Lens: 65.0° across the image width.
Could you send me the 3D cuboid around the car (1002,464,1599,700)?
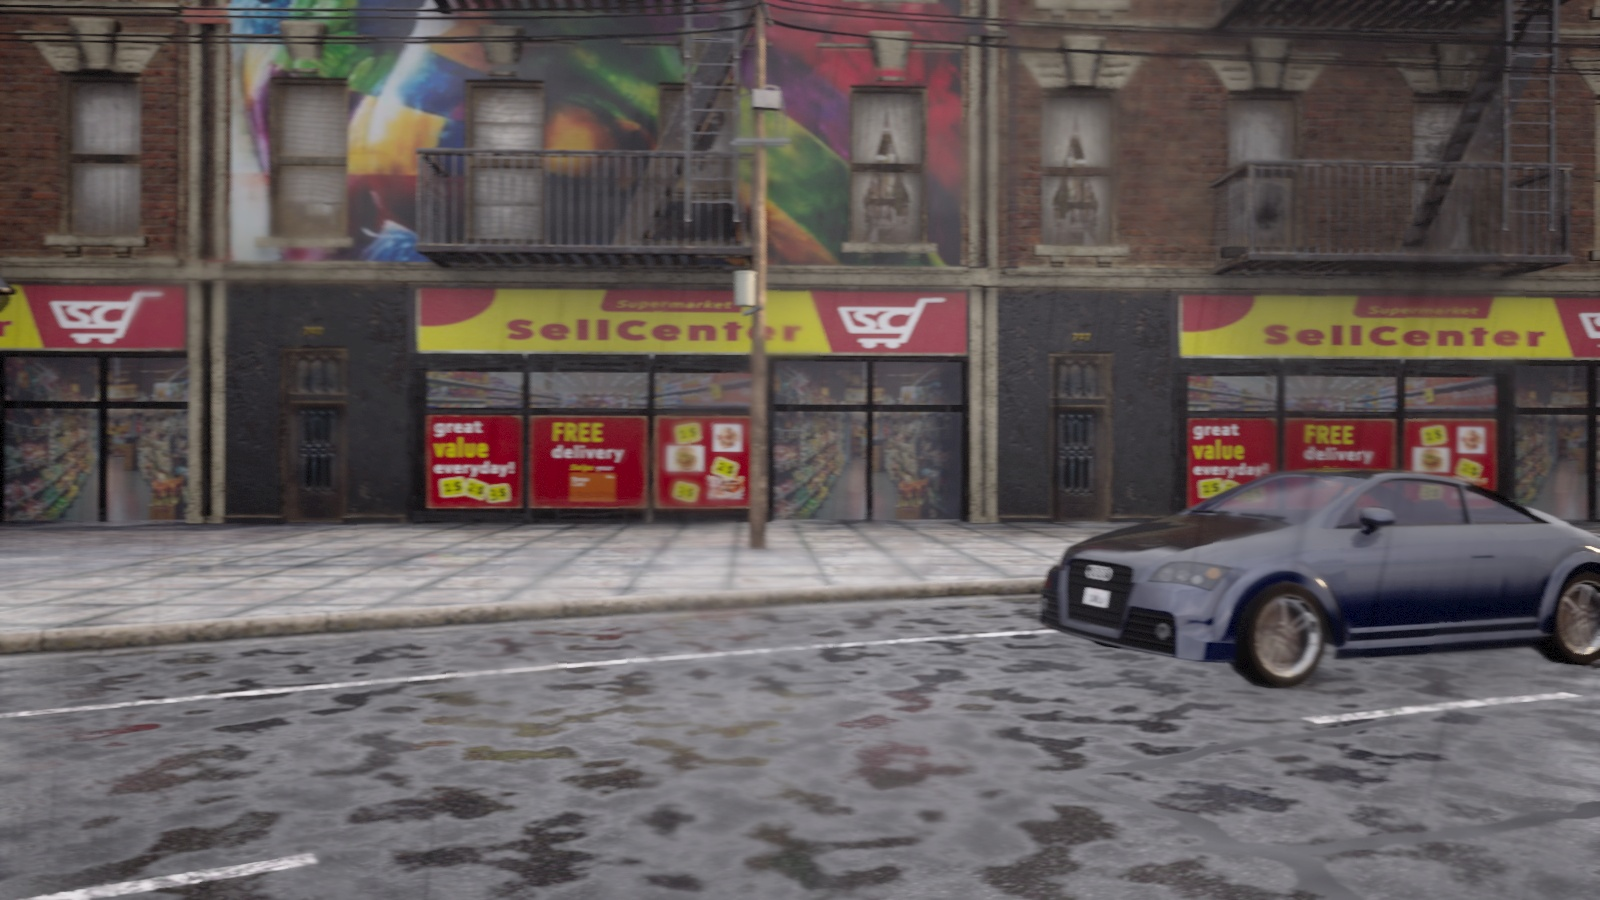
[{"bbox_3d":[3.821,0.816,9.210,4.181,1.385,1.994,0,0,-20],"label":"car"}]
